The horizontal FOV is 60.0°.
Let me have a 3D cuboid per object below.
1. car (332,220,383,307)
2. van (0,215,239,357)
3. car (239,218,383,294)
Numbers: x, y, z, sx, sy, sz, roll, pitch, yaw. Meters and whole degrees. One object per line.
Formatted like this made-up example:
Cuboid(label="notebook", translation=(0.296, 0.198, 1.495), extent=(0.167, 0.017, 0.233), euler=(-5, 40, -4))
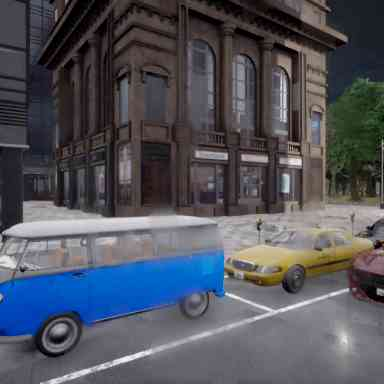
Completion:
Cuboid(label="car", translation=(5.370, 1.478, 7.198), extent=(5.008, 1.535, 1.882), euler=(0, 0, -35))
Cuboid(label="van", translation=(-1.286, 1.341, 5.733), extent=(3.998, 1.788, 1.690), euler=(0, 0, -35))
Cuboid(label="car", translation=(3.005, 1.525, 8.789), extent=(4.829, 1.417, 1.752), euler=(0, 0, -35))
